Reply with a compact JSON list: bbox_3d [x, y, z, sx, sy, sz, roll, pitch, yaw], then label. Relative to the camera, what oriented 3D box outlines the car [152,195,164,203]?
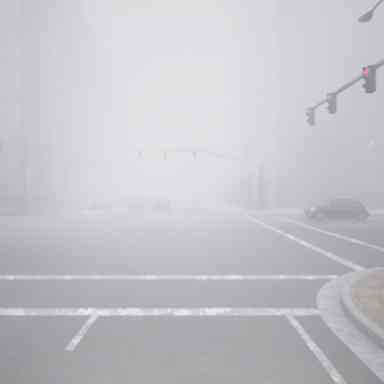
[{"bbox_3d":[-6.976,1.375,68.549,2.033,1.411,5.357,0,0,0],"label":"car"}]

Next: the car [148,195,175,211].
[{"bbox_3d":[-3.387,1.450,38.349,2.033,1.411,5.357,0,0,0],"label":"car"}]

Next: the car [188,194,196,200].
[{"bbox_3d":[0.028,1.171,80.370,1.882,1.535,5.008,0,0,0],"label":"car"}]

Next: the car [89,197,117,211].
[{"bbox_3d":[-10.585,1.465,39.078,1.994,1.385,4.181,0,0,1],"label":"car"}]

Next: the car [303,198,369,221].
[{"bbox_3d":[10.974,1.288,25.619,4.553,1.767,2.097,0,0,2],"label":"car"}]

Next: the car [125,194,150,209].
[{"bbox_3d":[-7.061,1.366,44.054,1.882,1.535,5.008,0,0,0],"label":"car"}]

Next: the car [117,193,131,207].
[{"bbox_3d":[-10.567,1.366,49.621,2.128,1.511,4.902,0,0,0],"label":"car"}]

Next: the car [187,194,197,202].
[{"bbox_3d":[0.025,1.298,70.975,1.882,1.535,5.008,0,0,0],"label":"car"}]

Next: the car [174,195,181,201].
[{"bbox_3d":[-3.475,1.366,73.612,1.994,1.385,4.181,0,0,0],"label":"car"}]
